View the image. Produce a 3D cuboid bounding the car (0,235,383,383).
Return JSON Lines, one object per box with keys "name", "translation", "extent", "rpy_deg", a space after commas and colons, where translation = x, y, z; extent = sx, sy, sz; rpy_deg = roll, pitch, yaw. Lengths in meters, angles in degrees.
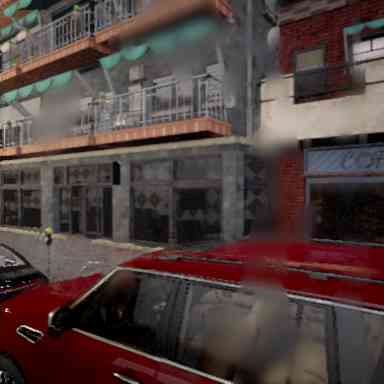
{"name": "car", "translation": [0.267, 1.312, 2.687], "extent": [5.009, 1.841, 2.192], "rpy_deg": [0, 0, 35]}
